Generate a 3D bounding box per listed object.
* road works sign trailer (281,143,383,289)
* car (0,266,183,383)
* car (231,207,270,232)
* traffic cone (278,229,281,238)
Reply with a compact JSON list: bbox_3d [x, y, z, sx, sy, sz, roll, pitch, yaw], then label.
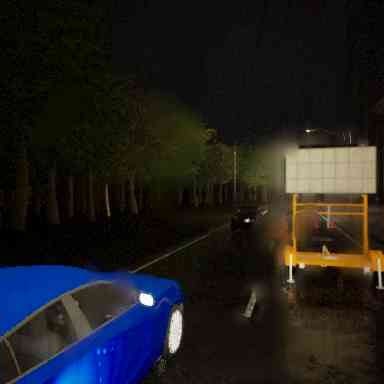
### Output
[{"bbox_3d":[3.836,0.469,9.360,2.380,3.560,2.880,0,0,17],"label":"road works sign trailer"},{"bbox_3d":[-1.574,1.477,3.224,1.882,1.535,5.008,0,0,17],"label":"car"},{"bbox_3d":[3.709,1.600,20.672,1.994,1.385,4.181,0,0,17],"label":"car"},{"bbox_3d":[4.440,1.978,16.488,0.340,0.580,0.340,0,0,17],"label":"traffic cone"}]
